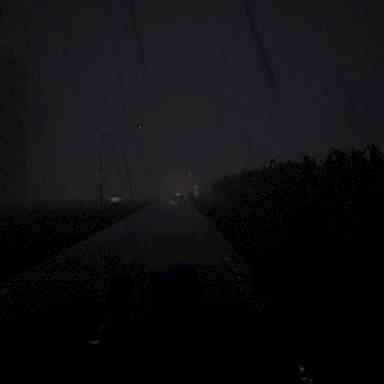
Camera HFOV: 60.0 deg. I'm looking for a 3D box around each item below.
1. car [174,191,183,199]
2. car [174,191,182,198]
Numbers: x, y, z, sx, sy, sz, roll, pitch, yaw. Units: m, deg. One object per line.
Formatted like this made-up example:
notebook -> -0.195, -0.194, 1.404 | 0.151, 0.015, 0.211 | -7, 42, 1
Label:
car -> -3.111, 1.040, 76.359 | 1.895, 1.301, 4.718 | -1, 0, -3
car -> -3.575, 0.640, 86.368 | 2.097, 1.767, 4.553 | -1, 0, -3
